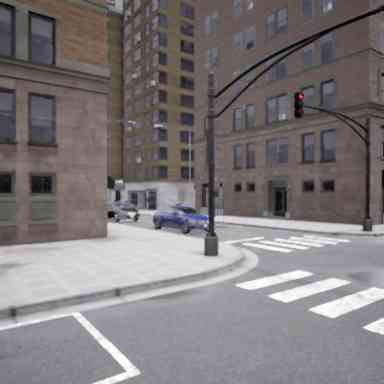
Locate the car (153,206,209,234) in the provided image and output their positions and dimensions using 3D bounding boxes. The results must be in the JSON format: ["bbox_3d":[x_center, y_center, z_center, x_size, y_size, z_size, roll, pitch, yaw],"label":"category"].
[{"bbox_3d":[-0.636,1.581,19.852,1.812,1.442,4.674,0,0,-37],"label":"car"}]

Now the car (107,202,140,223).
[{"bbox_3d":[-5.975,1.598,27.311,2.128,1.511,4.902,0,0,-35],"label":"car"}]
